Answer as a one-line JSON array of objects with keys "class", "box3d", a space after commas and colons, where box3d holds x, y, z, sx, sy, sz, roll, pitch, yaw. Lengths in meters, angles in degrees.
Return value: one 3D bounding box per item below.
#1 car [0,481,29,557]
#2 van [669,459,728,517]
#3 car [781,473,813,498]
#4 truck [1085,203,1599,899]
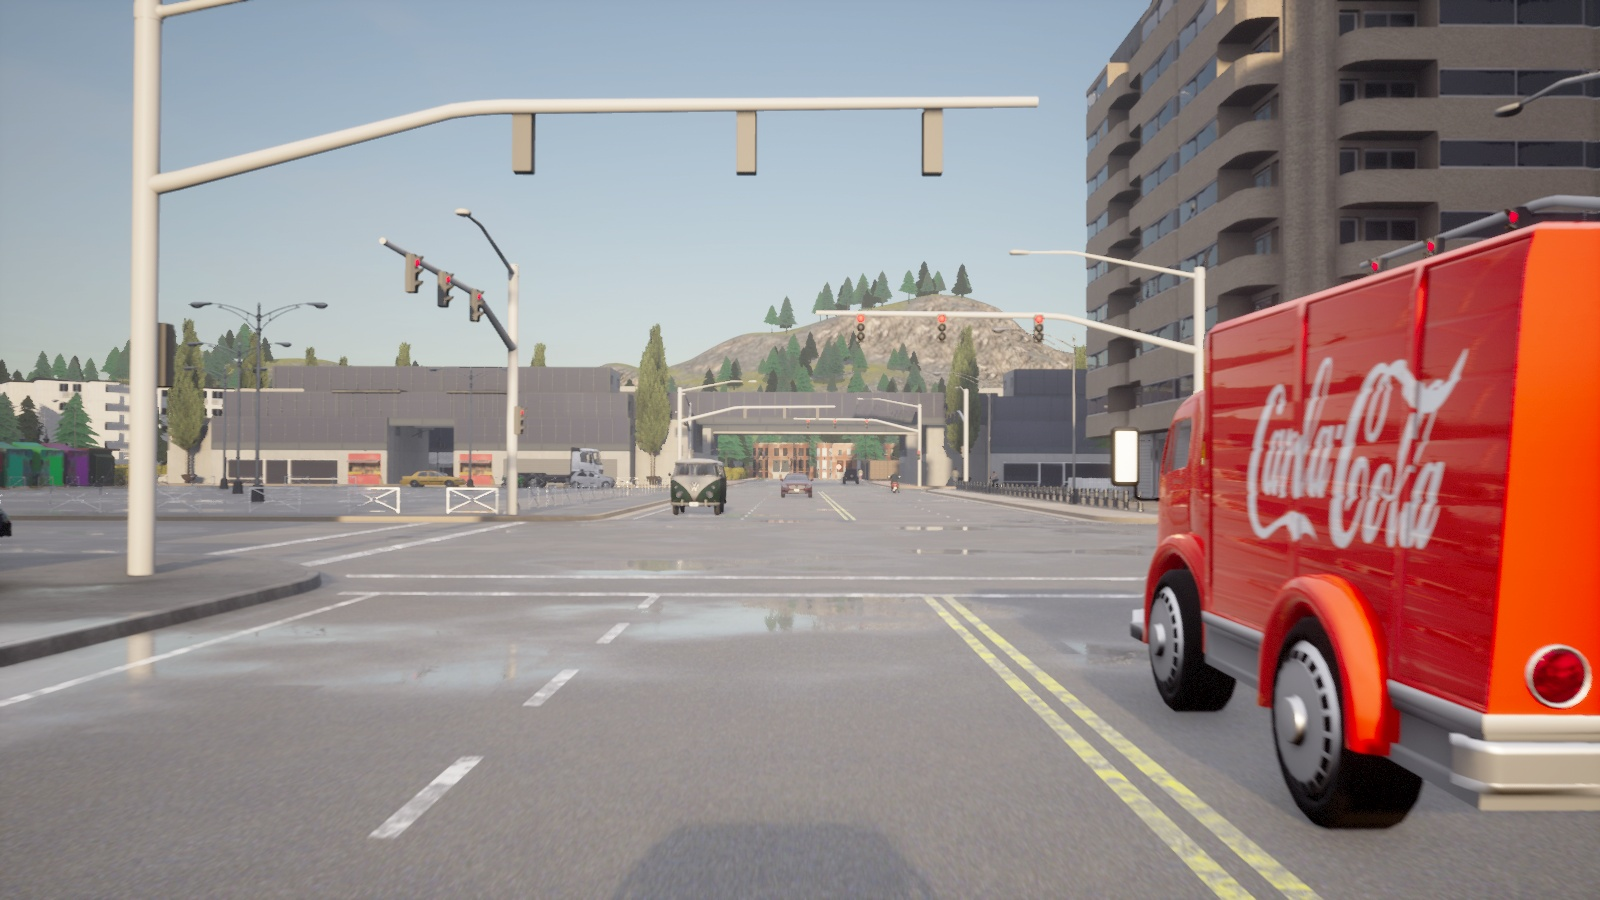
[{"class": "car", "box3d": [-16.760, 1.274, 22.898, 4.181, 1.385, 1.994, 0, -1, 0]}, {"class": "van", "box3d": [-3.609, 1.341, 45.228, 1.775, 1.987, 4.442, 0, -1, 0]}, {"class": "car", "box3d": [-0.177, 2.082, 74.113, 1.812, 1.442, 4.674, 0, -1, 0]}, {"class": "truck", "box3d": [3.482, 0.429, 6.885, 2.627, 2.467, 5.204, 0, -1, 0]}]
